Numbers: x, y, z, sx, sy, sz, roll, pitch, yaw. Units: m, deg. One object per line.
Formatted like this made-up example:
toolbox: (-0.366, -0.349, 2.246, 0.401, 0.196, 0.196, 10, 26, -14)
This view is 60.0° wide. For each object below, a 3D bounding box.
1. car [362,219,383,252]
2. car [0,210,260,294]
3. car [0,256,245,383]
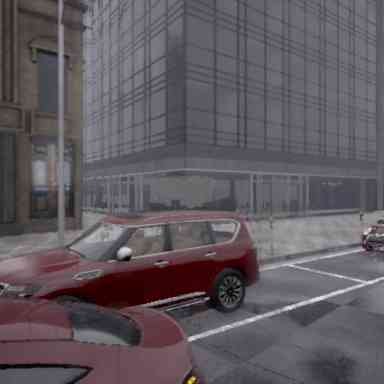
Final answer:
car: (8.251, 1.441, 12.653, 4.097, 1.590, 1.967, 0, 0, -36)
car: (-0.931, 1.315, 6.102, 5.009, 1.841, 2.192, 0, 0, -36)
car: (-2.026, 1.526, 1.933, 4.674, 1.442, 1.812, 0, 0, -36)
